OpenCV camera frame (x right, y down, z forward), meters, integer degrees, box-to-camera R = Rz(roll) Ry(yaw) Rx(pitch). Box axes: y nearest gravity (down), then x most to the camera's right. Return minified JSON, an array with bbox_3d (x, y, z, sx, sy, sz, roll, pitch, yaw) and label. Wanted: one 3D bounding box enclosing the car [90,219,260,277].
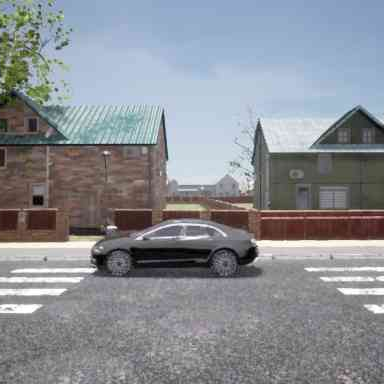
[{"bbox_3d":[-0.484,1.583,9.881,4.902,1.511,2.128,0,-1,1],"label":"car"}]
